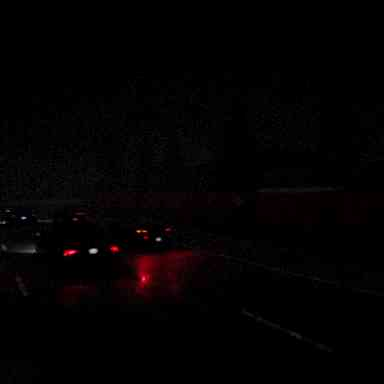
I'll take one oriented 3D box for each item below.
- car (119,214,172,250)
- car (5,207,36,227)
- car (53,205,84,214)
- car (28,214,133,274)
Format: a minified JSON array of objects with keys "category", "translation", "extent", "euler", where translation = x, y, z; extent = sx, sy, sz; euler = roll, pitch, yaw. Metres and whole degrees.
[{"category":"car","translation":[-2.596,1.754,15.581],"extent":[1.812,1.442,4.674],"euler":[1,-1,-32]},{"category":"car","translation":[-13.334,1.880,25.962],"extent":[1.994,1.385,4.181],"euler":[1,-1,-32]},{"category":"car","translation":[-10.288,1.869,27.691],"extent":[1.837,1.490,4.892],"euler":[1,-1,-32]},{"category":"car","translation":[-4.042,1.700,11.285],"extent":[2.033,1.411,5.357],"euler":[1,-1,-32]}]
